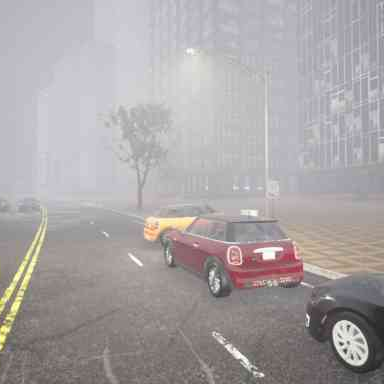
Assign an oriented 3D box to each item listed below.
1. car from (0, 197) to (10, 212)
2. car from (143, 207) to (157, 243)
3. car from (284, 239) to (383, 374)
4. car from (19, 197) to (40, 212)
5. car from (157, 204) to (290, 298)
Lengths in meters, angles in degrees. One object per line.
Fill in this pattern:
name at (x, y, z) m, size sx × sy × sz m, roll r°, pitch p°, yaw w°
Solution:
car at (-22.131, 1.389, 37.968) m, size 2.097 × 1.767 × 4.553 m, roll 0°, pitch 0°, yaw -24°
car at (0.231, 1.279, 14.564) m, size 4.553 × 1.767 × 2.097 m, roll -3°, pitch 1°, yaw -22°
car at (3.576, 1.505, 3.493) m, size 1.837 × 1.490 × 4.892 m, roll 0°, pitch 0°, yaw -36°
car at (-19.173, 1.392, 39.315) m, size 2.097 × 1.767 × 4.553 m, roll 0°, pitch 0°, yaw -24°
car at (0.798, 1.355, 8.934) m, size 2.097 × 1.767 × 4.553 m, roll 0°, pitch 0°, yaw -23°
